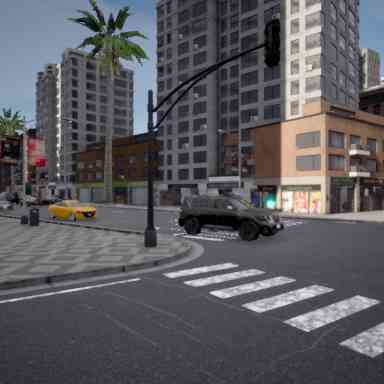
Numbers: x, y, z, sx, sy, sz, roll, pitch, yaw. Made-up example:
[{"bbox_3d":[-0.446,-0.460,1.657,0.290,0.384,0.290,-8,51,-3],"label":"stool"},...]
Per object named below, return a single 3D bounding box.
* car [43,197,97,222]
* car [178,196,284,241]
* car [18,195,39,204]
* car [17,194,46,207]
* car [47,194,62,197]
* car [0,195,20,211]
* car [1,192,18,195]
[{"bbox_3d":[-9.513,1.429,26.422,5.008,1.535,1.882,0,0,41],"label":"car"},{"bbox_3d":[1.819,1.230,17.051,5.566,2.045,2.150,0,0,38],"label":"car"},{"bbox_3d":[-28.193,1.270,57.321,1.837,1.490,4.892,0,0,-44],"label":"car"},{"bbox_3d":[-23.145,1.361,47.837,4.674,1.442,1.812,0,0,45],"label":"car"},{"bbox_3d":[-21.153,1.184,50.435,4.553,1.767,2.097,0,0,45],"label":"car"},{"bbox_3d":[-21.598,1.377,37.223,4.902,1.511,2.128,0,0,43],"label":"car"},{"bbox_3d":[-30.234,0.991,54.759,2.150,2.045,5.566,0,0,-44],"label":"car"}]
